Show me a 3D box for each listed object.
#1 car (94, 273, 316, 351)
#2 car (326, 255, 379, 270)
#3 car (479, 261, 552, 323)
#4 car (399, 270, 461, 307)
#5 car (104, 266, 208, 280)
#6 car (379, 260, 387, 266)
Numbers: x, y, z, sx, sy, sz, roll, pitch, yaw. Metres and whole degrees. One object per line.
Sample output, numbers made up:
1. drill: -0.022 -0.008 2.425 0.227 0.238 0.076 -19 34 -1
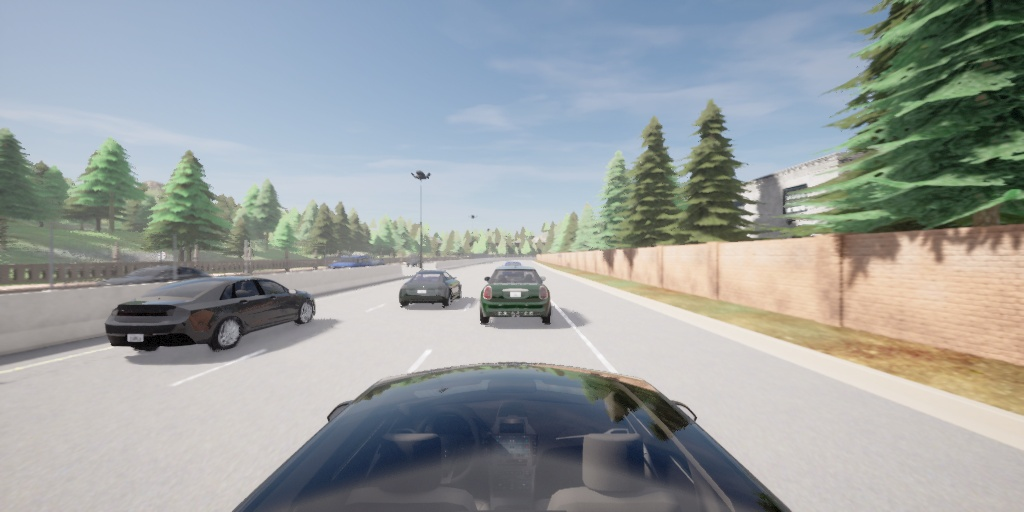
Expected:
1. car: -6.900 1.255 8.992 1.837 1.490 4.892 0 0 0
2. car: -14.096 0.972 31.556 2.150 2.045 5.566 0 0 0
3. car: 0.100 1.102 12.189 2.097 1.767 4.553 0 0 0
4. car: -3.399 1.315 15.536 1.994 1.385 4.181 0 0 0
5. car: -17.600 1.257 17.926 1.837 1.490 4.892 0 0 0
6. car: -20.989 1.278 55.840 1.812 1.442 4.674 0 0 2
